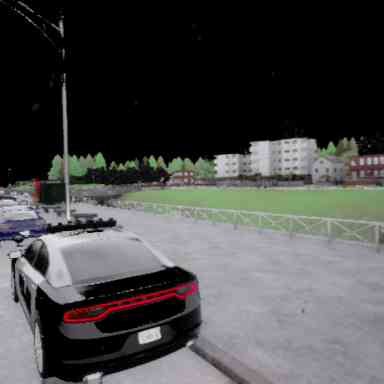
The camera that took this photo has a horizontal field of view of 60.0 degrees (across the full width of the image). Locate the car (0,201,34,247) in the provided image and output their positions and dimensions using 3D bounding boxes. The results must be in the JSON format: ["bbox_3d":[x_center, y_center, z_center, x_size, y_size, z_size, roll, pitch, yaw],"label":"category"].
[{"bbox_3d":[-7.325,1.301,13.930,1.812,1.442,4.674,-3,2,-33],"label":"car"}]

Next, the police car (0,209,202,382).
[{"bbox_3d":[-1.881,1.292,5.677,1.930,1.638,5.238,-3,2,-33],"label":"police car"}]
